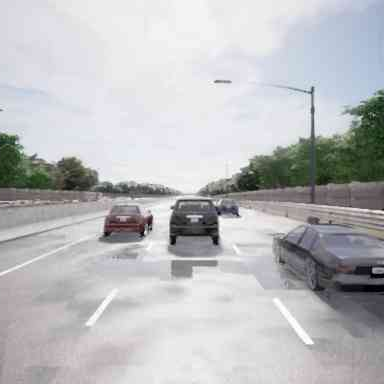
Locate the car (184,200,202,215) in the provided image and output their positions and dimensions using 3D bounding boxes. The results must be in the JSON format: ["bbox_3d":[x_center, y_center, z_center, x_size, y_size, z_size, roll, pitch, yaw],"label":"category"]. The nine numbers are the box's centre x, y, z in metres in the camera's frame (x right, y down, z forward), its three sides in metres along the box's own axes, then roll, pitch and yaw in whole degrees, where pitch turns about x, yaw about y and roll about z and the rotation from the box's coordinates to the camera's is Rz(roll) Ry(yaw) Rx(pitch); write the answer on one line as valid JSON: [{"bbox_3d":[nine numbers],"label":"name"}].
[{"bbox_3d":[0.105,1.713,38.032,1.882,1.535,5.008,0,-1,0],"label":"car"}]

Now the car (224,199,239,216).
[{"bbox_3d":[3.605,1.549,34.938,2.097,1.767,4.553,0,-1,0],"label":"car"}]

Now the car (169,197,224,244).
[{"bbox_3d":[0.103,1.255,16.176,2.150,2.045,5.566,0,0,0],"label":"car"}]

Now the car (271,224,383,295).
[{"bbox_3d":[3.602,1.558,8.897,2.033,1.411,5.357,0,0,0],"label":"car"}]

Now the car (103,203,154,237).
[{"bbox_3d":[-3.397,1.399,18.583,2.097,1.767,4.553,0,0,0],"label":"car"}]
